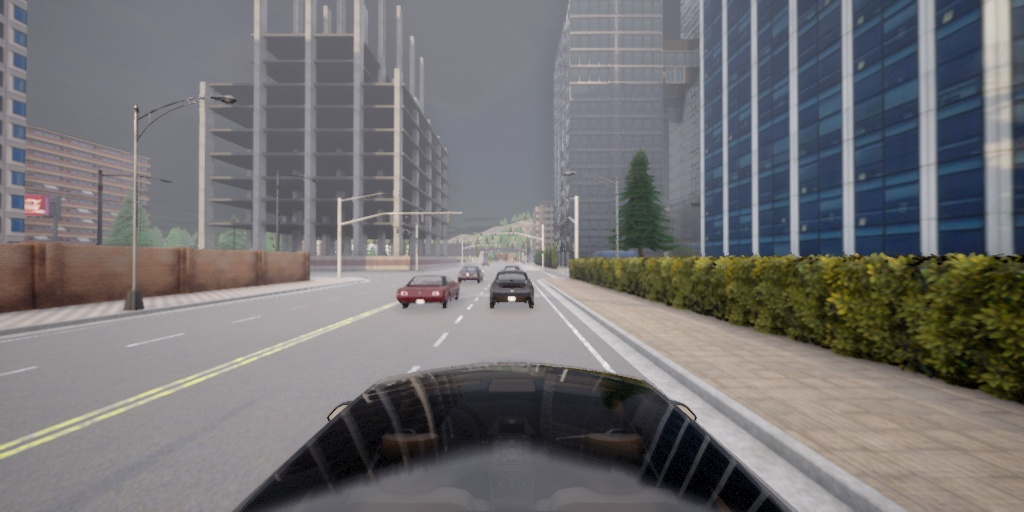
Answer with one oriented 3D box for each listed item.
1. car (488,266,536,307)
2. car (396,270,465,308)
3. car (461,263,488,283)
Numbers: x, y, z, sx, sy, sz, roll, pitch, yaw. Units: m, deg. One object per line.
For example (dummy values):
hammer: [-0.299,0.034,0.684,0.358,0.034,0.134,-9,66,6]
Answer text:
car: [-0.001,1.391,16.165,1.837,1.490,4.892,0,0,0]
car: [-3.503,1.482,15.954,1.895,1.301,4.718,0,0,0]
car: [-3.511,1.566,30.837,2.033,1.411,5.357,0,0,0]
